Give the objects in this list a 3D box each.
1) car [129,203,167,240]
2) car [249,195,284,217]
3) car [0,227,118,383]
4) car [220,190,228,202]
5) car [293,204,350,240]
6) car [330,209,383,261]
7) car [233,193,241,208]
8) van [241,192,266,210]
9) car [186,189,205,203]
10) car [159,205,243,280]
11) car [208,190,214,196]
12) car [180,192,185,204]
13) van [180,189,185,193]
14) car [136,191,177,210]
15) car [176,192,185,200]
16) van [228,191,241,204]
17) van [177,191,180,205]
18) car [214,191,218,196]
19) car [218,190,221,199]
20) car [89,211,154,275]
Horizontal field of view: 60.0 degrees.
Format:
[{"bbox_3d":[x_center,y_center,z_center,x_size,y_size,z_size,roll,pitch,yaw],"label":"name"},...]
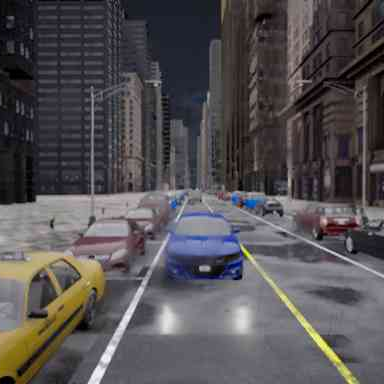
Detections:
[{"bbox_3d":[-2.366,1.394,15.642,1.802,1.307,4.206,0,1,0],"label":"car"},{"bbox_3d":[6.188,1.229,26.983,2.008,1.369,4.403,0,1,0],"label":"car"},{"bbox_3d":[-2.395,1.474,4.117,1.752,1.417,4.829,0,1,0],"label":"car"},{"bbox_3d":[6.259,0.790,55.367,1.967,1.590,4.097,0,1,0],"label":"car"},{"bbox_3d":[6.159,1.253,15.627,1.967,1.590,4.097,0,1,0],"label":"car"},{"bbox_3d":[6.145,1.431,9.951,2.008,1.369,4.403,0,1,0],"label":"car"},{"bbox_3d":[6.217,1.091,38.337,1.887,1.381,4.507,0,1,0],"label":"car"},{"bbox_3d":[6.202,0.953,32.658,1.690,1.788,3.998,0,1,0],"label":"van"},{"bbox_3d":[0.487,0.756,50.599,2.097,1.767,4.553,0,1,0],"label":"car"},{"bbox_3d":[0.285,1.360,9.747,1.882,1.535,5.008,0,1,0],"label":"car"},{"bbox_3d":[6.356,0.467,93.695,2.008,1.369,4.403,0,1,0],"label":"car"},{"bbox_3d":[-2.294,1.062,44.027,1.802,1.307,4.206,0,1,0],"label":"car"},{"bbox_3d":[-2.280,0.756,49.701,1.690,1.788,3.998,0,1,0],"label":"van"},{"bbox_3d":[-2.352,1.060,21.315,2.192,1.841,5.009,0,1,0],"label":"car"},{"bbox_3d":[-2.237,0.747,66.564,1.752,1.417,4.829,0,1,0],"label":"car"},{"bbox_3d":[6.231,0.821,44.012,1.690,1.788,3.998,0,1,0],"label":"van"},{"bbox_3d":[-2.323,0.953,32.670,1.690,1.788,3.998,0,1,0],"label":"van"},{"bbox_3d":[6.288,0.535,66.720,2.192,1.841,5.009,0,1,0],"label":"car"},{"bbox_3d":[6.274,0.867,61.046,1.802,1.307,4.206,0,1,0],"label":"car"},{"bbox_3d":[-2.380,1.462,9.965,1.802,1.307,4.206,0,1,0],"label":"car"}]
